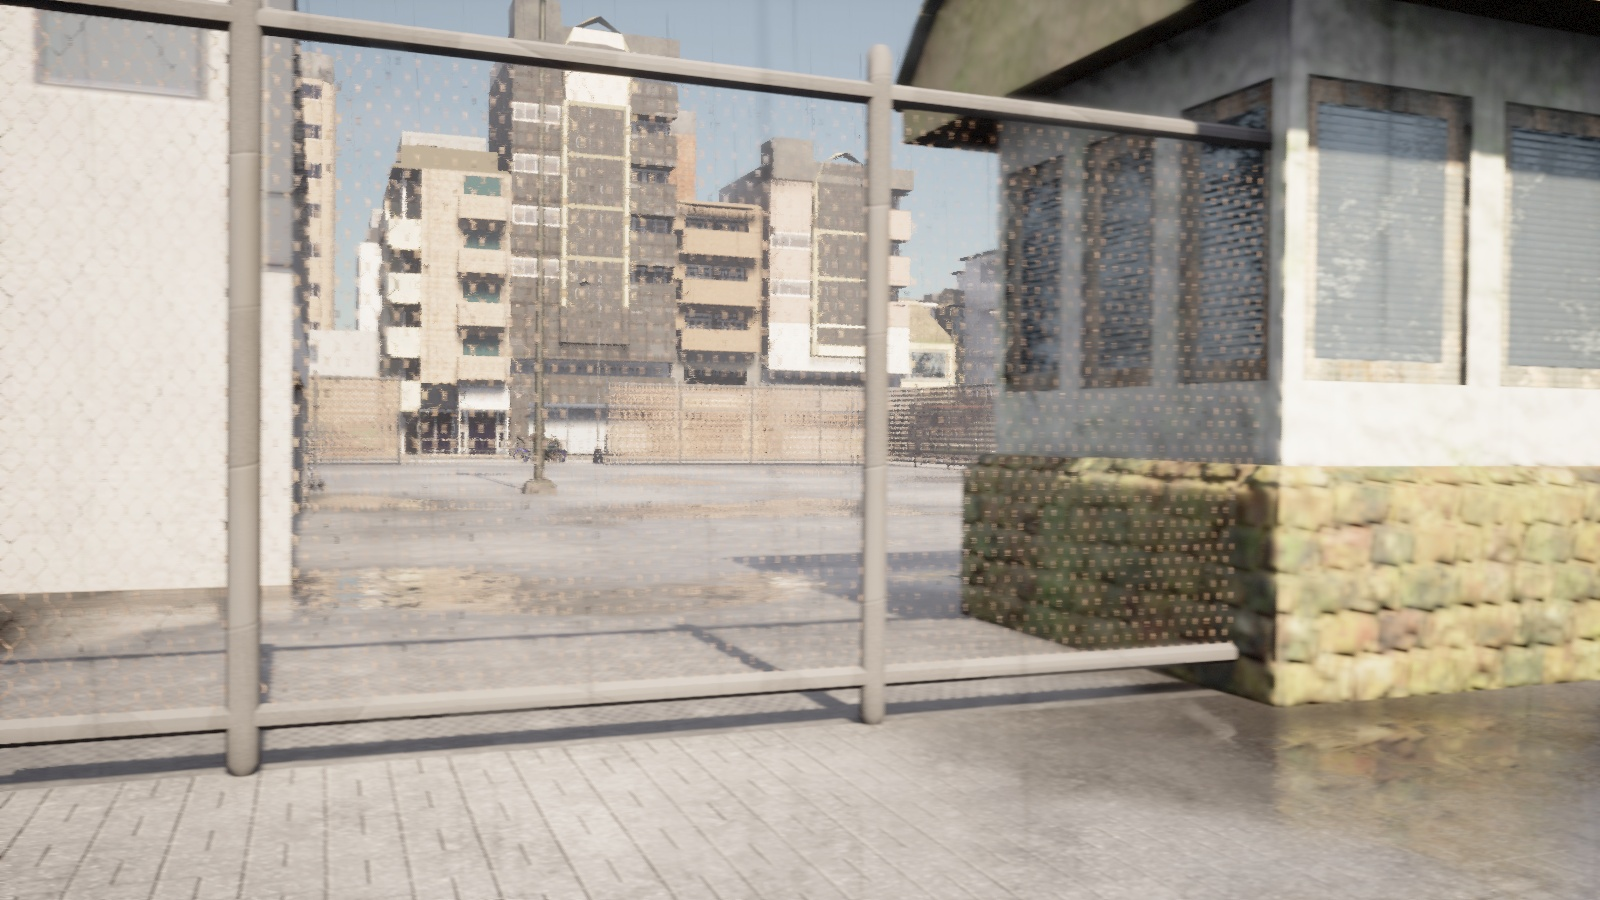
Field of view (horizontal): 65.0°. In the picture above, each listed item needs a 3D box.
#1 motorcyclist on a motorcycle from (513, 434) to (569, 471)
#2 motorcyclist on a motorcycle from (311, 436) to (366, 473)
[{"bbox_3d":[-10.865,0.096,52.659,2.191,1.530,0.866,-1,1,-21],"label":"motorcyclist on a motorcycle"},{"bbox_3d":[-19.683,0.174,53.579,2.191,1.530,0.866,-1,1,-21],"label":"motorcyclist on a motorcycle"}]
